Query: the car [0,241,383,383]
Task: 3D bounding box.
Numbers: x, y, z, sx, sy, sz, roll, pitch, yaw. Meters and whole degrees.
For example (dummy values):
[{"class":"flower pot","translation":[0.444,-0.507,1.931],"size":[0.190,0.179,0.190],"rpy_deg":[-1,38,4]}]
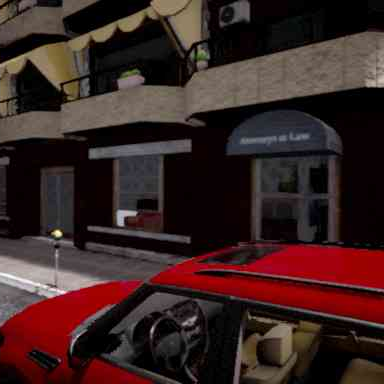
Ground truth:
[{"class":"car","translation":[0.541,1.315,2.320],"size":[5.009,1.841,2.192],"rpy_deg":[0,1,35]}]
